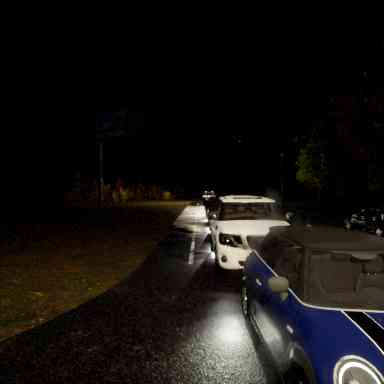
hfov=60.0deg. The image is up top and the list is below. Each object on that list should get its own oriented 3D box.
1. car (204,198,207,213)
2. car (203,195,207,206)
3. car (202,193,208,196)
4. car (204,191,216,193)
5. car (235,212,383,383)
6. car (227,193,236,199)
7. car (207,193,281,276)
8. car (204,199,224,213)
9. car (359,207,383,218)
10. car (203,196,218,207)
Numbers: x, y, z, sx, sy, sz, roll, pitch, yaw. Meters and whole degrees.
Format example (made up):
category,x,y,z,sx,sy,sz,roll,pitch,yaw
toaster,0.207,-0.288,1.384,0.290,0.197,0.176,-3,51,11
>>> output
category,x,y,z,sx,sy,sz,roll,pitch,yaw
car,2.012,1.380,23.076,1.837,1.490,4.892,0,0,1
car,2.158,1.322,29.330,1.882,1.535,5.008,0,0,1
car,2.460,1.275,41.585,2.128,1.511,4.902,0,0,2
car,2.833,0.938,54.427,2.150,2.045,5.566,0,0,2
car,1.940,1.338,4.143,2.097,1.767,4.553,0,0,0
car,10.537,1.083,87.952,1.994,1.385,4.181,0,0,1
car,1.727,1.160,10.489,2.150,2.045,5.566,0,0,1
car,2.303,1.415,35.419,1.895,1.301,4.718,0,0,1
car,8.831,1.448,15.435,1.837,1.490,4.892,0,0,1
car,2.646,1.314,47.994,1.994,1.385,4.181,0,0,2
